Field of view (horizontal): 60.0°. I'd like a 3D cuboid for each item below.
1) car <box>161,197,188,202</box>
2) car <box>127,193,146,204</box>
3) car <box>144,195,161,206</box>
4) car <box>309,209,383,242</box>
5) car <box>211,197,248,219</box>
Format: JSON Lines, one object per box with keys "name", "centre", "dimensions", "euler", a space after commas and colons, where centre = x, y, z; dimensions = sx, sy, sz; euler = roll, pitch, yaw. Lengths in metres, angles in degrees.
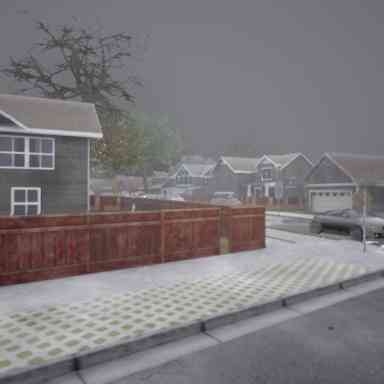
{"name": "car", "centre": [-1.530, 1.364, 37.269], "dimensions": [1.812, 1.442, 4.674], "euler": [0, 0, -25]}
{"name": "car", "centre": [-8.439, 1.232, 51.164], "dimensions": [2.033, 1.411, 5.357], "euler": [0, 0, -28]}
{"name": "car", "centre": [-5.187, 1.393, 51.014], "dimensions": [1.895, 1.301, 4.718], "euler": [0, 0, -28]}
{"name": "car", "centre": [7.702, 1.513, 16.083], "dimensions": [1.994, 1.385, 4.181], "euler": [0, 0, -22]}
{"name": "car", "centre": [3.051, 1.240, 27.279], "dimensions": [2.097, 1.767, 4.553], "euler": [0, 0, -24]}
